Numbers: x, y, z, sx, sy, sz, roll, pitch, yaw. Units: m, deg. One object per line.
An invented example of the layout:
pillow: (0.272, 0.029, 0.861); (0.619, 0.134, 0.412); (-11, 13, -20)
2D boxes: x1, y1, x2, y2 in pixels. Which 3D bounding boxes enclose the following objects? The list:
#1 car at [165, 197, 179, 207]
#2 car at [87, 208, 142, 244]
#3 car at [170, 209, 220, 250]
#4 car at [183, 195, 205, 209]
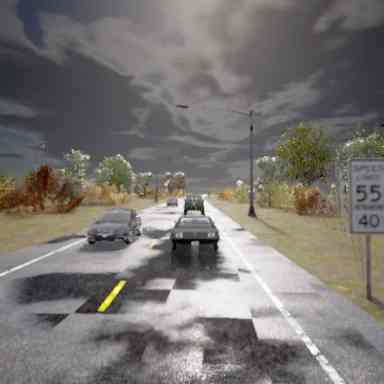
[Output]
car: (-3.231, 1.691, 55.331); (1.837, 1.490, 4.892); (0, 0, 1)
car: (-3.568, 1.558, 16.066); (1.837, 1.490, 4.892); (0, 0, 0)
car: (0.124, 1.650, 14.659); (1.895, 1.301, 4.718); (0, 0, 0)
car: (0.235, 1.343, 36.237); (2.150, 2.045, 5.566); (0, 0, 0)
